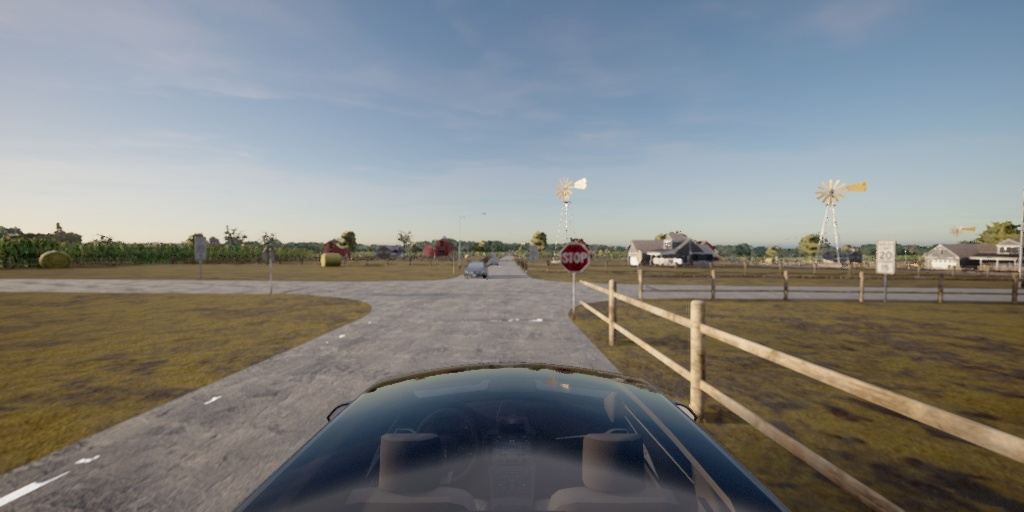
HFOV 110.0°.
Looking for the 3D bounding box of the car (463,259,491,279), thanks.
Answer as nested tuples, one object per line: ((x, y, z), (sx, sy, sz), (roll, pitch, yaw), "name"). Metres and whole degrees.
((-3.019, 1.212, 30.798), (1.812, 1.442, 4.674), (0, 1, 0), "car")
